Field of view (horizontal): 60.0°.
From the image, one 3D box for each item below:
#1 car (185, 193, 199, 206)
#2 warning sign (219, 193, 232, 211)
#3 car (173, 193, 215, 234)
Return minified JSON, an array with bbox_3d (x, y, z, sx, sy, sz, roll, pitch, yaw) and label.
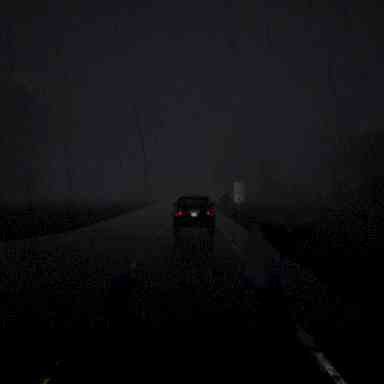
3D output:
[{"bbox_3d":[-0.004,1.134,55.223,2.150,2.045,5.566,0,0,0],"label":"car"},{"bbox_3d":[3.557,1.061,35.343,1.300,1.860,1.060,1,1,0],"label":"warning sign"},{"bbox_3d":[0.099,1.192,18.966,2.150,2.045,5.566,0,0,0],"label":"car"}]
